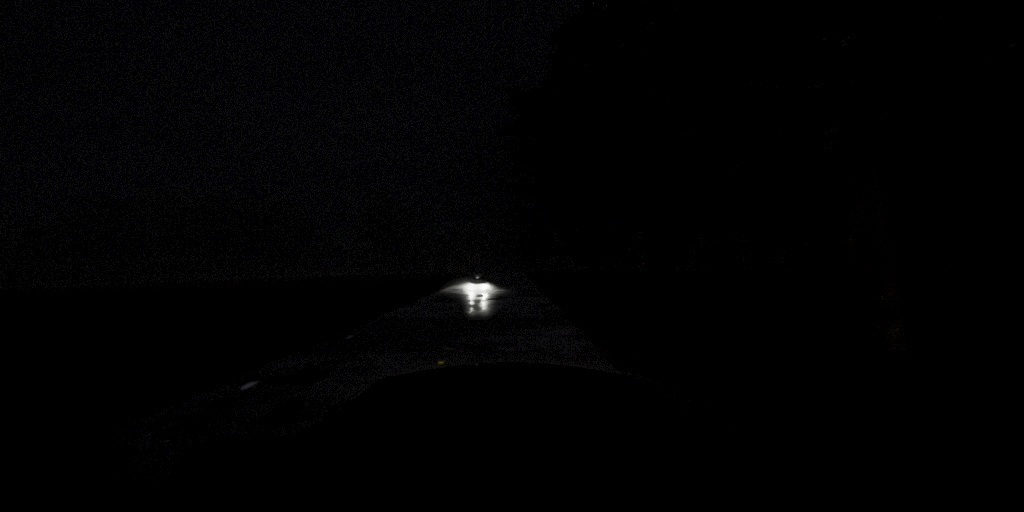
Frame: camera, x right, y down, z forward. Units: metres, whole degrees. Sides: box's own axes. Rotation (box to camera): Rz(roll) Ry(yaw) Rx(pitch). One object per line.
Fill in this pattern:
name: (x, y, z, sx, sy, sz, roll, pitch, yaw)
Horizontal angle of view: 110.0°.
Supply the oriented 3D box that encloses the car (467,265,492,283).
car: (-2.818, 1.528, 31.873, 2.128, 1.511, 4.902, 0, -1, 0)
